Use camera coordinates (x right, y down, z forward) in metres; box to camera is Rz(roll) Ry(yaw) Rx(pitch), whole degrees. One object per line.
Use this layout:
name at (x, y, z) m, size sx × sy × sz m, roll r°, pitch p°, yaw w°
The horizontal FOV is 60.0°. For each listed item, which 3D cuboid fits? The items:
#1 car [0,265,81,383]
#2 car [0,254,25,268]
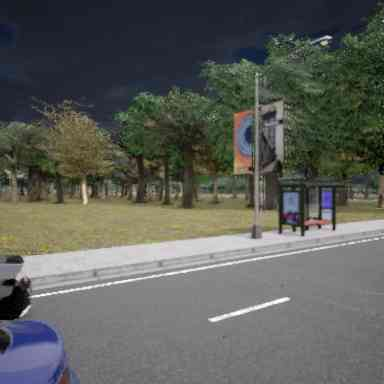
car at (-2.957, 1.528, 1.592) m, size 4.674 × 1.442 × 1.812 m, roll 0°, pitch 0°, yaw -35°
car at (-4.763, 1.494, 4.281) m, size 4.902 × 1.511 × 2.128 m, roll 0°, pitch 0°, yaw -35°
